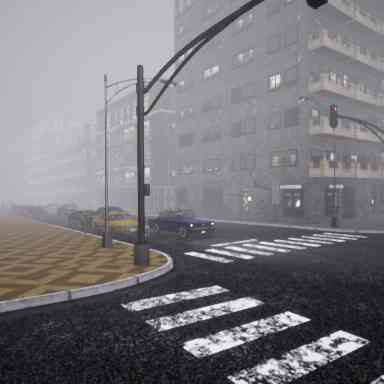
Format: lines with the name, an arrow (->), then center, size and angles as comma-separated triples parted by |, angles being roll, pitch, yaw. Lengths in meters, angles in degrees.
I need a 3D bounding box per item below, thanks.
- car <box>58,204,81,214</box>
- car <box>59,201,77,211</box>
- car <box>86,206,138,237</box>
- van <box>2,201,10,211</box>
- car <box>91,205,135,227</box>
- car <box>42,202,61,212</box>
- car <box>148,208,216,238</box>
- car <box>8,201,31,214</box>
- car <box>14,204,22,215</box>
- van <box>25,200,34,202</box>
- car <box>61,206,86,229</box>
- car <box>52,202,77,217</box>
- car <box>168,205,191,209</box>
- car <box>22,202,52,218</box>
car -> -17.918, 2.389, 48.453 | 1.895, 1.301, 4.718 | -1, -1, -36
car -> -21.562, 2.366, 57.761 | 1.967, 1.590, 4.097 | -2, 0, -36
car -> -4.780, 1.865, 20.767 | 1.752, 1.417, 4.829 | -2, 0, -36
van -> -31.665, 2.433, 57.355 | 1.690, 1.788, 3.998 | -2, 0, -36
car -> -6.708, 1.935, 27.787 | 1.837, 1.490, 4.892 | -1, -1, -36
car -> -23.833, 2.518, 56.511 | 1.994, 1.385, 4.181 | -1, -1, -37
car -> -0.702, 1.863, 19.610 | 1.895, 1.301, 4.718 | -1, -1, -36
car -> -24.964, 2.449, 48.242 | 1.887, 1.381, 4.507 | -2, 0, -36
car -> -21.615, 2.392, 43.685 | 1.802, 1.307, 4.206 | -2, 0, -36
van -> -41.649, 2.831, 85.100 | 1.690, 1.788, 3.998 | -2, 0, -36
car -> -8.227, 2.002, 25.460 | 1.947, 1.339, 4.313 | -2, 0, -36
car -> -13.751, 2.119, 37.393 | 2.128, 1.511, 4.902 | -1, -1, -36
car -> -1.475, 1.915, 30.422 | 2.008, 1.369, 4.403 | -2, 0, -36
car -> -18.269, 2.262, 39.129 | 1.887, 1.381, 4.507 | -2, 0, -36
